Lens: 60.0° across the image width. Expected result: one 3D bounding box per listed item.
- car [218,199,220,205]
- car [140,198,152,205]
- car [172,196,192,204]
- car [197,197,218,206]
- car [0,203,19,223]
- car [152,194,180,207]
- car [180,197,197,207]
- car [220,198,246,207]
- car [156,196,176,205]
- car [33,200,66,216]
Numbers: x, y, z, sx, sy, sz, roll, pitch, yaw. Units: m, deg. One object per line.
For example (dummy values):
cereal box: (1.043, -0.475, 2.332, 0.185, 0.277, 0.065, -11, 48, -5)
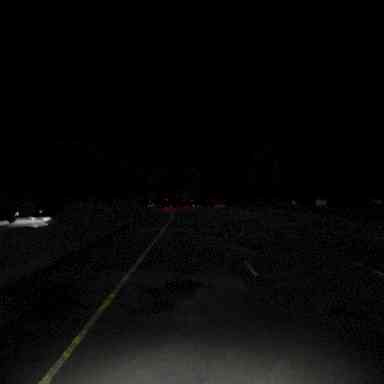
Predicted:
car: (3.770, 1.704, 62.789, 1.812, 1.442, 4.674, 0, 0, -26)
car: (-8.382, 1.800, 64.201, 1.895, 1.301, 4.718, 0, 0, -30)
car: (-2.071, 1.650, 67.234, 1.882, 1.535, 5.008, 0, 0, -30)
car: (1.978, 1.711, 57.594, 2.033, 1.411, 5.357, 0, 0, -22)
car: (-14.039, 1.558, 23.168, 2.128, 1.511, 4.902, 0, 0, 1)
car: (-4.278, 1.377, 54.332, 2.150, 2.045, 5.566, 0, 0, -22)
car: (-1.336, 1.687, 56.468, 1.812, 1.442, 4.674, 0, 0, -22)
car: (6.892, 1.700, 53.777, 2.033, 1.411, 5.357, 0, 0, -18)
car: (-5.219, 1.673, 65.705, 1.882, 1.535, 5.008, 0, 0, -30)
car: (-14.216, 1.588, 33.477, 2.128, 1.511, 4.902, 0, 0, -3)
